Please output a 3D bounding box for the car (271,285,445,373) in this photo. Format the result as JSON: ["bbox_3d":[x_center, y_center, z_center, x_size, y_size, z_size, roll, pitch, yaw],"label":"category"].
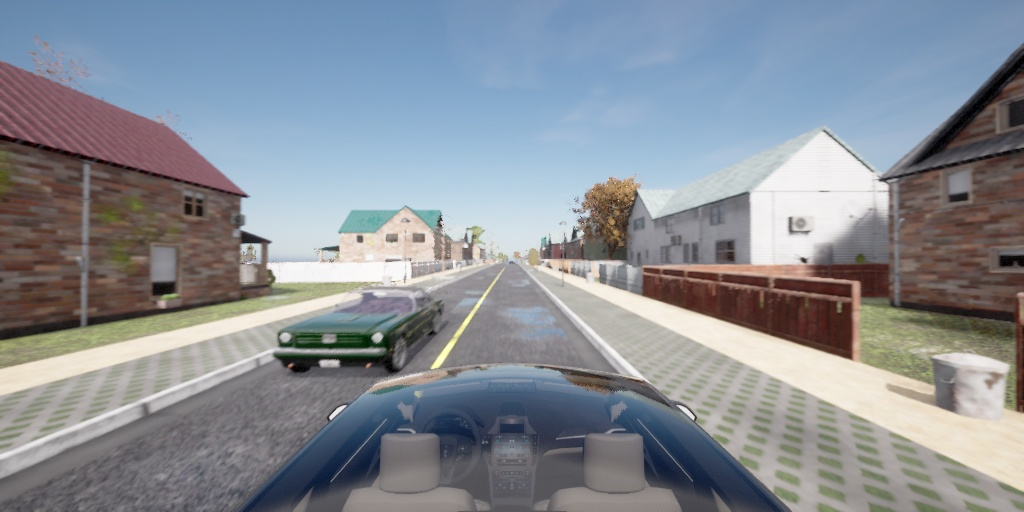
[{"bbox_3d":[-2.794,1.354,7.729,1.895,1.301,4.718,0,0,1],"label":"car"}]
